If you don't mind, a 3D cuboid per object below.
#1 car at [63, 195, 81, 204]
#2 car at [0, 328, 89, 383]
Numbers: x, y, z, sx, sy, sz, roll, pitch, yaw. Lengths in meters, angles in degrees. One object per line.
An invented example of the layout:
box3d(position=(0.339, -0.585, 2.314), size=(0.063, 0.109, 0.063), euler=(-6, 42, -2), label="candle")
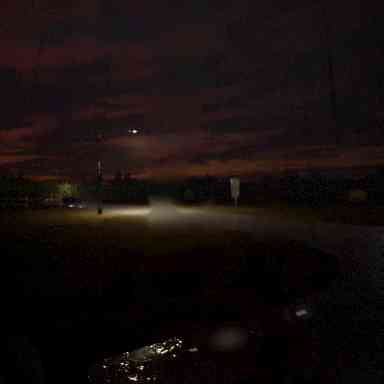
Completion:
box3d(position=(-18.240, 1.153, 50.225), size=(1.895, 1.301, 4.718), euler=(-2, 1, -35), label="car")
box3d(position=(-2.730, 1.511, 0.997), size=(4.902, 1.511, 2.128), euler=(-1, 0, -36), label="car")
